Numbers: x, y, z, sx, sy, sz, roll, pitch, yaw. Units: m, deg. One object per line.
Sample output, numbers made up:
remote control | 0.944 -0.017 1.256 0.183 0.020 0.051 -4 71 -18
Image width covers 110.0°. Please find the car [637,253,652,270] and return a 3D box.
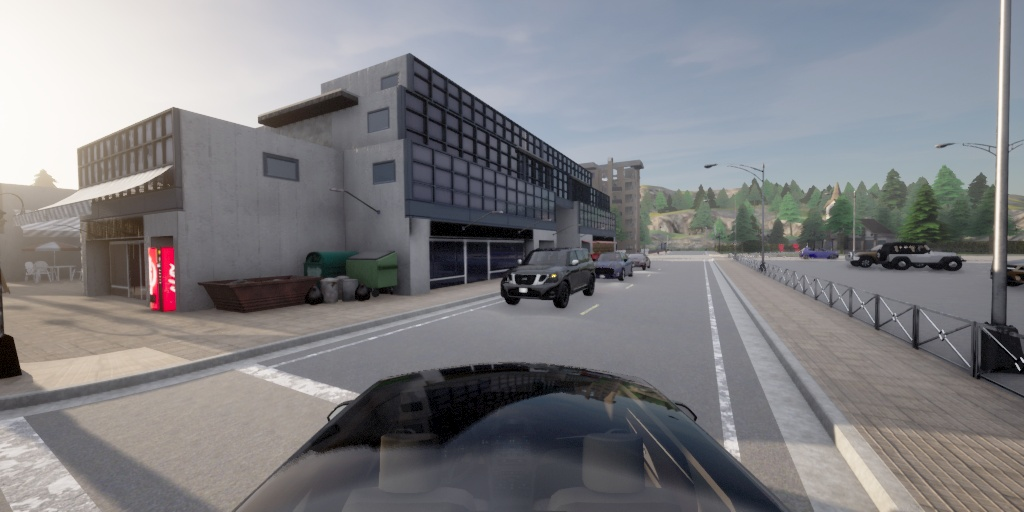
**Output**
car | 11.065 0.431 31.708 1.812 1.442 4.674 0 2 28

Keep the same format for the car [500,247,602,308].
car | 1.654 0.679 13.983 2.150 2.045 5.566 0 1 28

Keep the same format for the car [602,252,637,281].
car | 6.264 0.539 22.672 2.097 1.767 4.553 0 2 28
